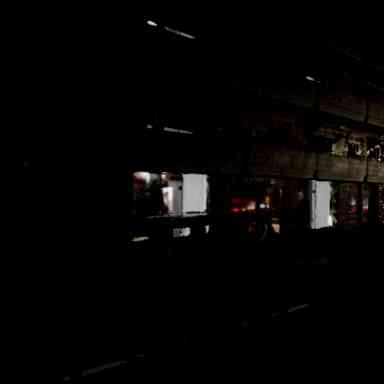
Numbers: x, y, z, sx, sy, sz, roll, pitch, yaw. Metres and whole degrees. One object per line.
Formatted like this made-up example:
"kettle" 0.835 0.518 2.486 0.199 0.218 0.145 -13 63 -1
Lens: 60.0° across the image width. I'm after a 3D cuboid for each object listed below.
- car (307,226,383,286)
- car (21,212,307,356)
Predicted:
"car" 4.214 1.671 9.577 4.206 1.307 1.802 1 0 -36
"car" -0.368 1.348 6.300 5.009 1.841 2.192 1 0 -36
